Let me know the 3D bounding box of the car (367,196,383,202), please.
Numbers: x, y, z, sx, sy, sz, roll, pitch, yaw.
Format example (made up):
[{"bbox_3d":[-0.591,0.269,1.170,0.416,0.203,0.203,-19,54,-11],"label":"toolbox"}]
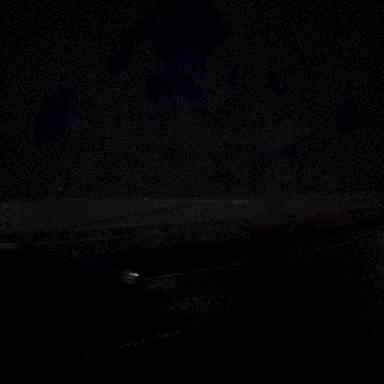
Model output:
[{"bbox_3d":[45.600,1.786,81.451,1.837,1.490,4.892,-1,-1,6],"label":"car"}]

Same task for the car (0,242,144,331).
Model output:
[{"bbox_3d":[-3.171,1.641,5.975,4.674,1.442,1.812,0,-1,-32],"label":"car"}]
